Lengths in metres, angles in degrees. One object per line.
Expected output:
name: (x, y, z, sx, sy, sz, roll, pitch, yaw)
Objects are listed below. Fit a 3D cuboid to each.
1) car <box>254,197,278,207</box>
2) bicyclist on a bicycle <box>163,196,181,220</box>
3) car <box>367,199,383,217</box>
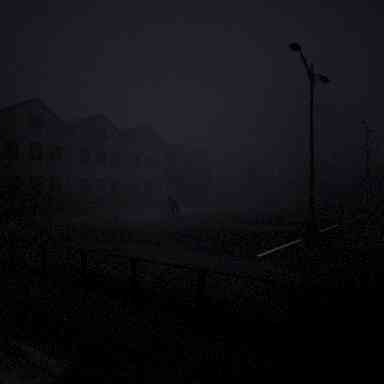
car: (10.445, 1.356, 46.692, 2.033, 1.411, 5.357, 0, 0, 33)
bicyclist on a bicycle: (-1.399, 1.109, 23.069, 1.656, 1.620, 0.582, 0, 0, 35)
car: (15.424, 1.298, 26.815, 2.007, 1.523, 4.514, 0, 0, 35)
